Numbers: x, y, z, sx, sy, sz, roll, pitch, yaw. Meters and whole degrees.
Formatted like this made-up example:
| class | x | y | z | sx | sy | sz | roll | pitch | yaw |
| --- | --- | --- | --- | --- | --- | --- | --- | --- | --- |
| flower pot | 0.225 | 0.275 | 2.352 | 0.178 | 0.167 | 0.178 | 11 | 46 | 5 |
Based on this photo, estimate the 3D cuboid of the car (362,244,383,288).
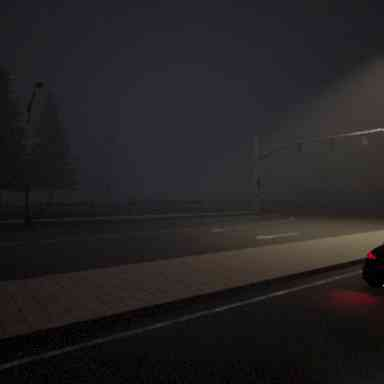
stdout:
| class | x | y | z | sx | sy | sz | roll | pitch | yaw |
| --- | --- | --- | --- | --- | --- | --- | --- | --- | --- |
| car | 6.014 | 1.574 | 8.077 | 4.181 | 1.385 | 1.994 | 0 | 0 | -35 |
